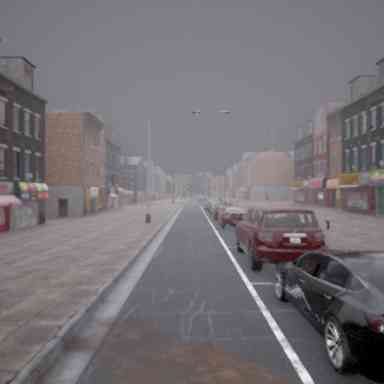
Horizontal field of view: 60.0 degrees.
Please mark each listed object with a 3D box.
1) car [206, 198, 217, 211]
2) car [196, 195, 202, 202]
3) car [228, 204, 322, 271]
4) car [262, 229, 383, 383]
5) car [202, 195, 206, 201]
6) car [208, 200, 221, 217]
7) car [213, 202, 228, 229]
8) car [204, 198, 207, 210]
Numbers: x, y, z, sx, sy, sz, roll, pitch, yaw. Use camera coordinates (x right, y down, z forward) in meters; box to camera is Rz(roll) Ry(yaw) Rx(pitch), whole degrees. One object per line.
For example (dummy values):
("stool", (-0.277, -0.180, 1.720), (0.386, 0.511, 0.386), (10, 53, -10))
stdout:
("car", (2.640, 1.580, 32.928), (1.752, 1.417, 4.829), (0, 0, 0))
("car", (2.645, 1.768, 86.501), (1.967, 1.590, 4.097), (-1, 0, 0))
("car", (2.637, 1.323, 10.890), (2.192, 1.841, 5.009), (0, 0, 0))
("car", (2.637, 1.569, 5.423), (1.947, 1.339, 4.313), (0, 0, 0))
("car", (2.641, 1.530, 43.692), (1.967, 1.590, 4.097), (0, 0, 0))
("car", (2.639, 1.606, 27.291), (1.947, 1.339, 4.313), (0, 0, 0))
("car", (2.638, 1.571, 21.824), (1.887, 1.381, 4.507), (0, 0, 0))
("car", (2.641, 1.653, 38.225), (1.802, 1.307, 4.206), (0, 0, 0))
